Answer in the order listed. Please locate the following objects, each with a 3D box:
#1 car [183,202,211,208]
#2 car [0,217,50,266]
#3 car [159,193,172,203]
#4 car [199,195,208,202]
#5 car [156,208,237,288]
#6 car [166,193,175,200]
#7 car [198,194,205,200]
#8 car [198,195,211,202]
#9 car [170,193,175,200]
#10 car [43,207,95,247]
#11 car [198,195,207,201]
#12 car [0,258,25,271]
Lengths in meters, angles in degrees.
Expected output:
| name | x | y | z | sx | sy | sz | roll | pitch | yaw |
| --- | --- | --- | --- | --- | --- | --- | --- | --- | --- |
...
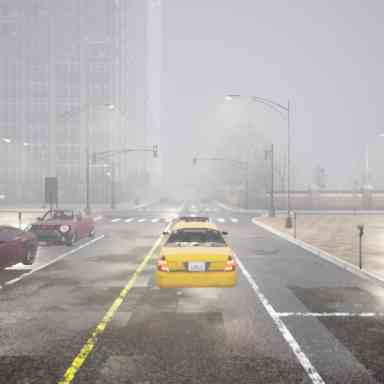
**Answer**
| name | x | y | z | sx | sy | sz | roll | pitch | yaw |
| --- | --- | --- | --- | --- | --- | --- | --- | --- | --- |
| car | 0.097 | 1.533 | 19.439 | 2.033 | 1.411 | 5.357 | 0 | 0 | 0 |
| car | -5.700 | 1.579 | 8.975 | 1.802 | 1.307 | 4.206 | 0 | 0 | 0 |
| car | -5.903 | 1.479 | 69.190 | 1.947 | 1.339 | 4.313 | 0 | 0 | 0 |
| car | 2.618 | 1.448 | 74.814 | 1.887 | 1.381 | 4.507 | 0 | 0 | 0 |
| car | 0.090 | 1.453 | 9.176 | 1.801 | 1.575 | 5.366 | 0 | 0 | 0 |
| car | -5.923 | 1.174 | 91.432 | 2.192 | 1.841 | 5.009 | 0 | 0 | 0 |
| car | 2.602 | 1.403 | 91.496 | 1.887 | 1.381 | 4.507 | 0 | 0 | 0 |
| car | 2.689 | 1.487 | 63.700 | 1.947 | 1.339 | 4.313 | 0 | 0 | 0 |
| car | -5.918 | 1.316 | 85.874 | 1.967 | 1.590 | 4.097 | 0 | 0 | 0 |
| car | -5.705 | 1.432 | 14.667 | 1.967 | 1.590 | 4.097 | 0 | 0 | 0 |
| car | 2.613 | 1.441 | 80.375 | 2.008 | 1.369 | 4.403 | 0 | 0 | 0 |
| car | -3.098 | 1.547 | 1.406 | 2.033 | 1.411 | 5.357 | 0 | 0 | 0 |
